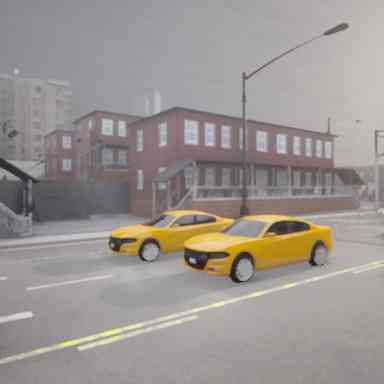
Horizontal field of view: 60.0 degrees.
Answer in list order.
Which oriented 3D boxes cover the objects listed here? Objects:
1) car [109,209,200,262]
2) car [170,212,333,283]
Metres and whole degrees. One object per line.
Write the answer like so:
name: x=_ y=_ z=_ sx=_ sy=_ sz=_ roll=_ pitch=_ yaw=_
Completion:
car: x=-0.527 y=1.437 z=12.187 sx=5.008 sy=1.535 sz=1.882 roll=0 pitch=0 yaw=-35
car: x=2.056 y=1.433 z=9.726 sx=5.008 sy=1.535 sz=1.882 roll=0 pitch=0 yaw=-35
